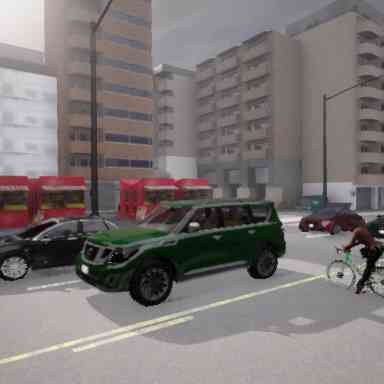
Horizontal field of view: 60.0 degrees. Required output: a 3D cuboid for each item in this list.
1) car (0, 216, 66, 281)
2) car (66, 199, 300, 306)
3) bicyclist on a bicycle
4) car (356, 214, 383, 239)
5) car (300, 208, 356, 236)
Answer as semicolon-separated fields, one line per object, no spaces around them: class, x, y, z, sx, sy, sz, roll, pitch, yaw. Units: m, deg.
car;-3.797;1.495;9.918;4.892;1.490;1.837;0;0;-37
car;0.038;1.212;8.414;5.566;2.045;2.150;0;0;-37
bicyclist on a bicycle;3.715;1.447;7.318;0.582;1.620;1.656;0;-2;-37
car;10.005;1.582;15.823;4.181;1.385;1.994;0;0;-36
car;7.834;1.580;18.571;4.181;1.385;1.994;0;0;-36
